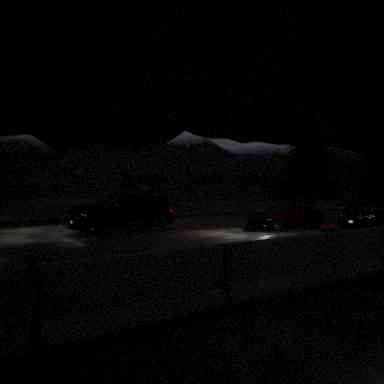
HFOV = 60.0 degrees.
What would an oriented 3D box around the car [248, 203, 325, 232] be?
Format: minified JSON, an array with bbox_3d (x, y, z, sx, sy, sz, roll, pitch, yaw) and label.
[{"bbox_3d":[5.574,1.412,19.552,5.008,1.535,1.882,0,0,-29],"label":"car"}]

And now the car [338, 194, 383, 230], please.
[{"bbox_3d":[10.603,1.162,18.336,5.566,2.045,2.150,0,0,-28],"label":"car"}]

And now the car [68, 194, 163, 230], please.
[{"bbox_3d":[-4.870,1.144,21.546,5.566,2.045,2.150,0,0,-32],"label":"car"}]

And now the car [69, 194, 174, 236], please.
[{"bbox_3d":[-3.691,1.156,18.154,5.566,2.045,2.150,0,0,-32],"label":"car"}]
